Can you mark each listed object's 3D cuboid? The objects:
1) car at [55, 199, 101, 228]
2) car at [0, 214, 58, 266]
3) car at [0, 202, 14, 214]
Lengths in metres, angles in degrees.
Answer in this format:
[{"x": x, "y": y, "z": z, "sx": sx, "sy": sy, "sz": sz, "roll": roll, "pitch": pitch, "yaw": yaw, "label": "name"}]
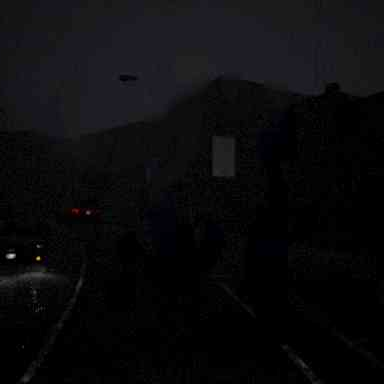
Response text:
[{"x": -8.490, "y": 1.492, "z": 24.585, "sx": 2.150, "sy": 2.045, "sz": 5.566, "roll": 1, "pitch": -1, "yaw": -34, "label": "car"}, {"x": -5.926, "y": 1.690, "z": 11.585, "sx": 1.994, "sy": 1.385, "sz": 4.181, "roll": 0, "pitch": -1, "yaw": -20, "label": "car"}, {"x": -21.732, "y": 1.832, "z": 36.691, "sx": 5.008, "sy": 1.535, "sz": 1.882, "roll": 0, "pitch": -1, "yaw": 32, "label": "car"}]
